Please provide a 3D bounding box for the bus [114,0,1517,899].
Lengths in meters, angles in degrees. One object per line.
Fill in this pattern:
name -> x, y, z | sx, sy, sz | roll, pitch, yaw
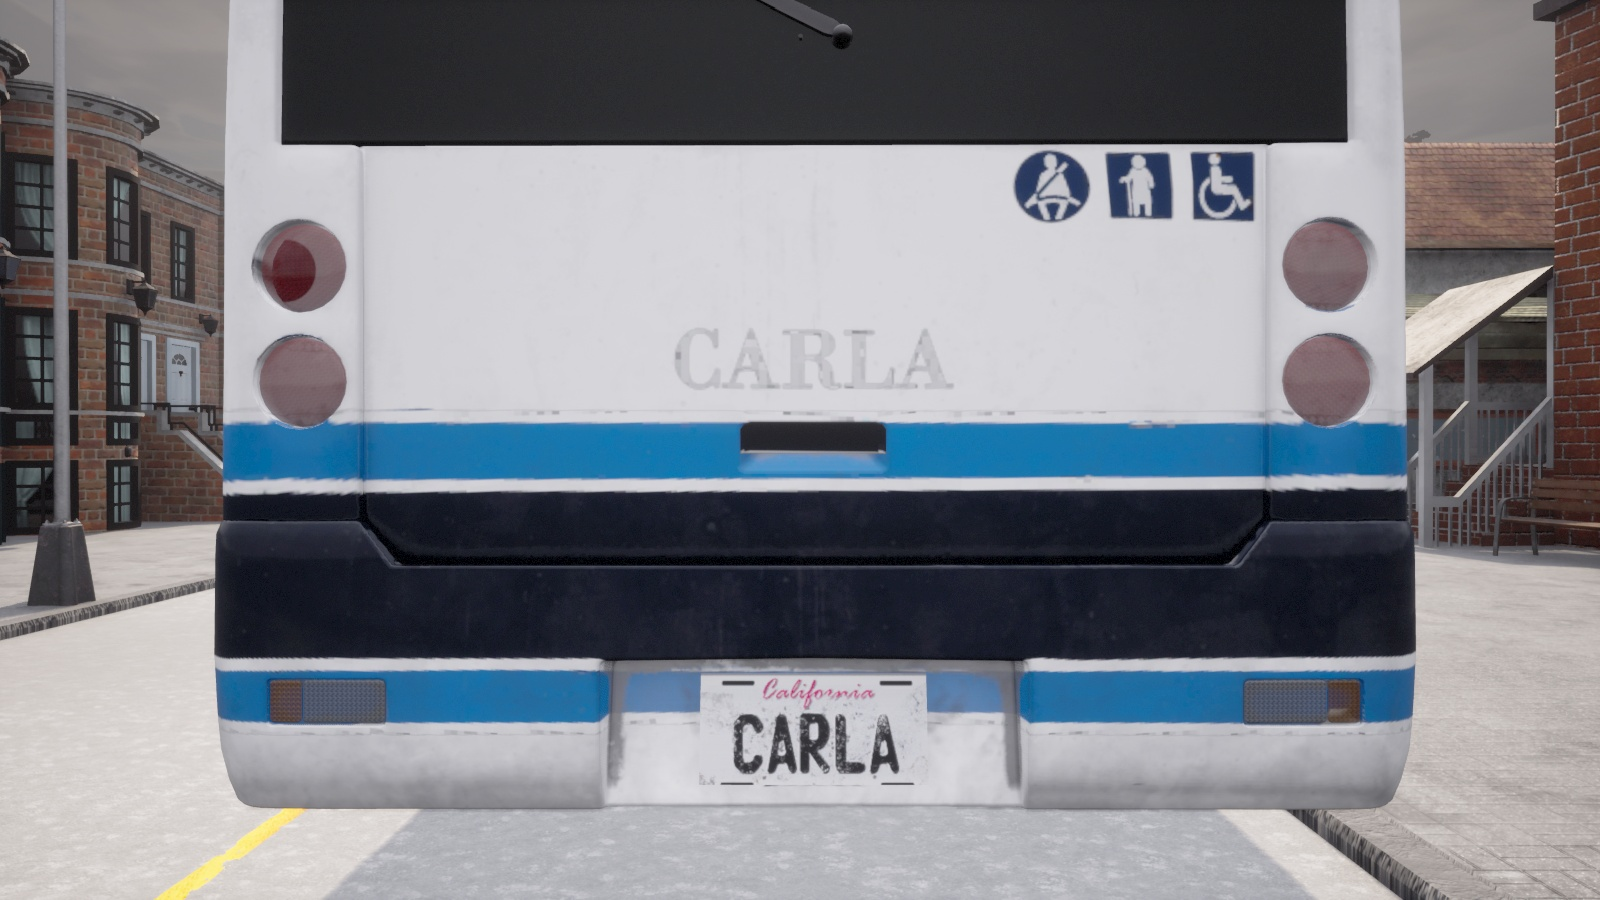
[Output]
bus -> 0.066, -0.679, 8.669 | 3.944, 4.253, 10.273 | 0, 0, 0
